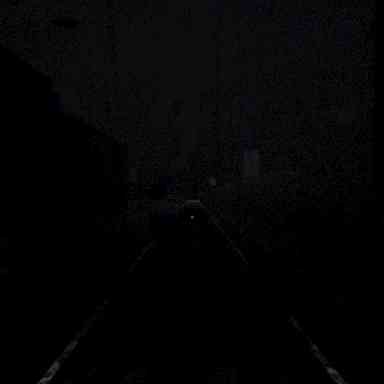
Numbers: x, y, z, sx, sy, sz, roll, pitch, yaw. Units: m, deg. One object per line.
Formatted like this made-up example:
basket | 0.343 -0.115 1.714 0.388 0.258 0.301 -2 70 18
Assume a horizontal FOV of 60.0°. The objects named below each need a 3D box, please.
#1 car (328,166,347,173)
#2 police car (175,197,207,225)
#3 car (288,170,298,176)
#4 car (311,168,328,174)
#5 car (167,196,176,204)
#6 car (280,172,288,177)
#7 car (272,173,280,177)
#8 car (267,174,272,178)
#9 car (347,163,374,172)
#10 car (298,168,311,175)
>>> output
car | 24.247 -3.474 52.968 2.002 1.452 4.674 0 1 -7
police car | 0.052 1.397 23.897 1.930 1.638 5.238 0 0 1
car | 22.459 -3.835 69.638 2.097 1.535 5.008 0 1 -4
car | 23.546 -3.590 58.442 2.163 1.488 4.792 0 1 -6
car | -3.649 1.559 62.430 1.812 1.442 4.674 0 -1 -1
car | 22.108 -3.901 75.175 2.002 1.452 4.674 0 1 -2
car | 21.876 -4.043 80.717 2.231 1.521 4.892 0 1 -1
car | 21.749 -4.126 86.235 2.231 1.521 4.892 0 1 -1
car | 25.051 -3.408 47.607 2.231 1.521 4.892 0 1 -9
car | 22.927 -3.854 64.133 2.185 1.767 4.553 0 1 -5
